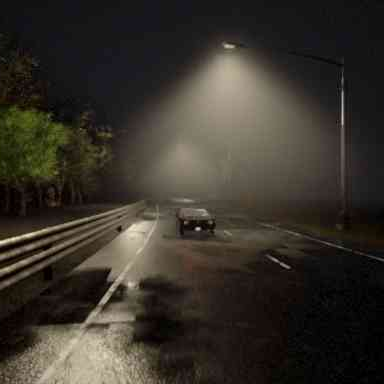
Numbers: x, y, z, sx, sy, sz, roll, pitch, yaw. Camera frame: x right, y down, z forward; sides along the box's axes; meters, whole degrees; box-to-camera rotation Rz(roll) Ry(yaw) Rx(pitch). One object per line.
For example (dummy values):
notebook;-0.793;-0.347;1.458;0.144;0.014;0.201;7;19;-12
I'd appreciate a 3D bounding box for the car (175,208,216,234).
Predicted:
car;0.064;1.580;19.023;1.895;1.301;4.718;0;0;-6

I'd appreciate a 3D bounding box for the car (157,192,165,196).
car;-7.700;1.319;88.080;1.882;1.535;5.008;0;0;-6

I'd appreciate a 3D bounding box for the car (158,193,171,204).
car;-4.882;1.448;63.008;2.033;1.411;5.357;0;0;-6
